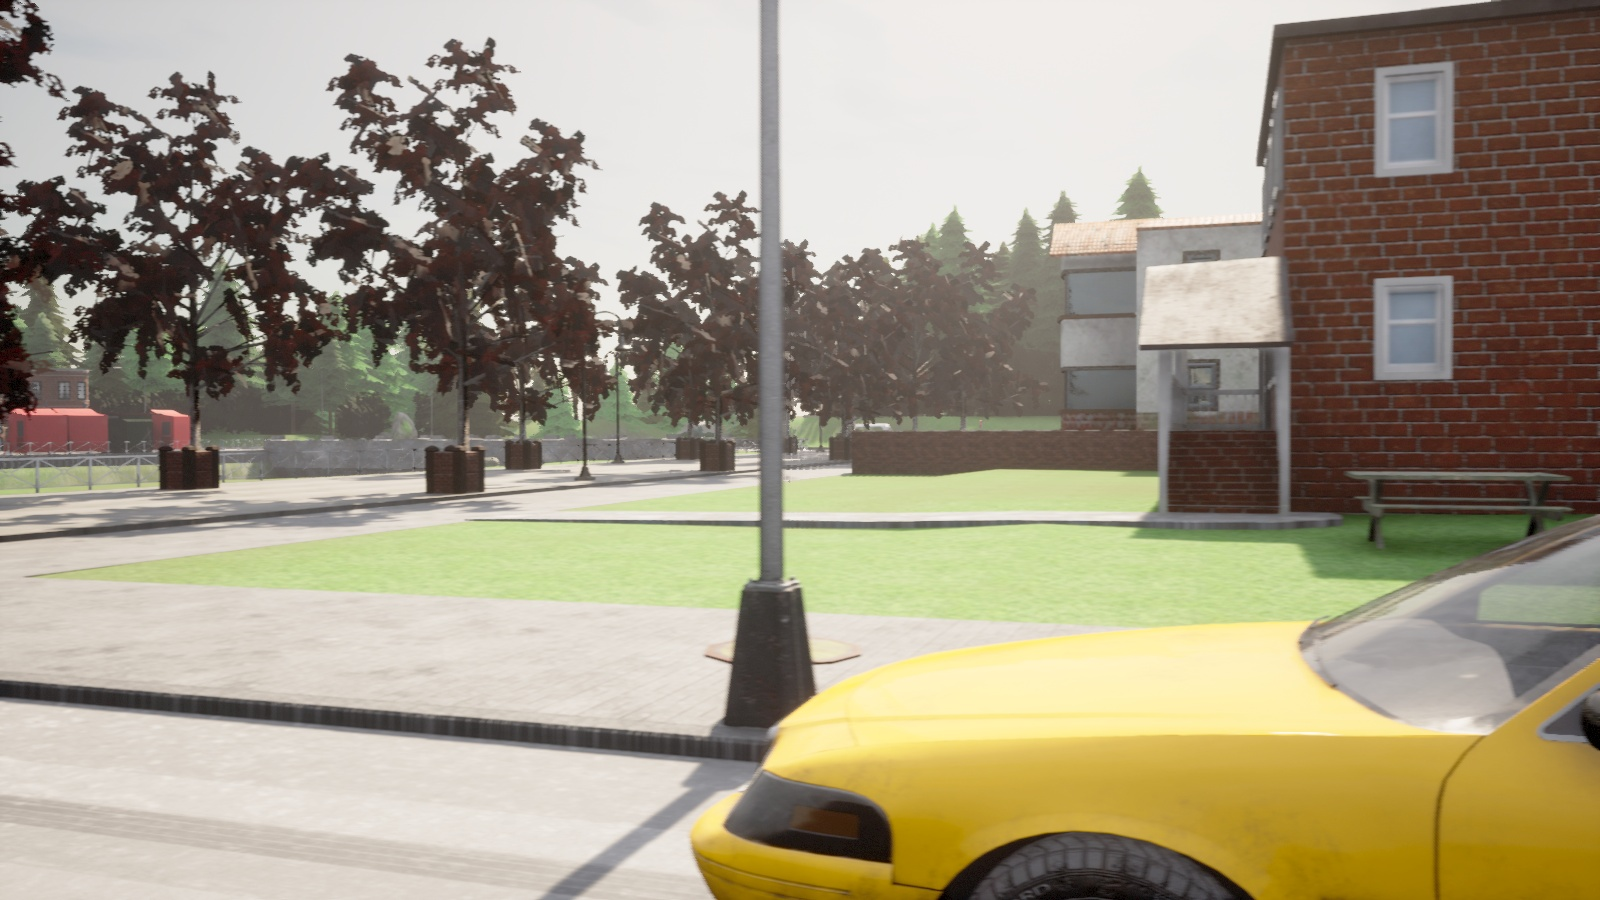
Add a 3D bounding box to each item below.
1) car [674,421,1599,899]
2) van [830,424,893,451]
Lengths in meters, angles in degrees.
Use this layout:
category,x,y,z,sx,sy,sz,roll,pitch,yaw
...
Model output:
category,x,y,z,sx,sy,sz,roll,pitch,yaw
car,2.540,0.729,2.854,5.366,1.575,1.801,0,1,19
van,4.818,-0.992,97.471,4.480,2.038,2.069,1,1,19
